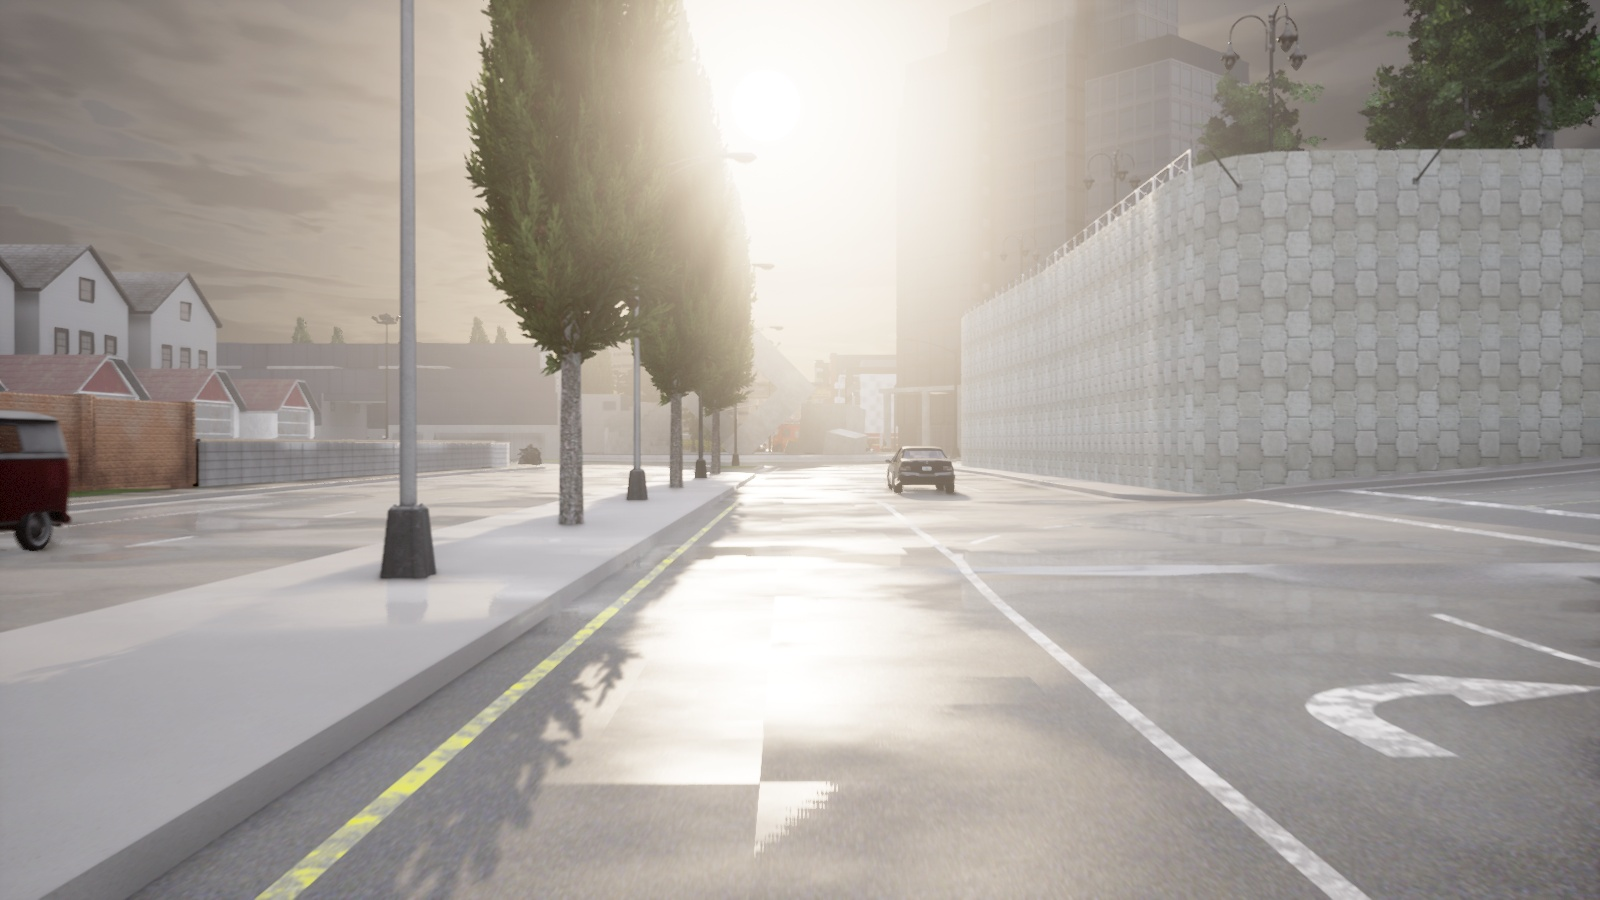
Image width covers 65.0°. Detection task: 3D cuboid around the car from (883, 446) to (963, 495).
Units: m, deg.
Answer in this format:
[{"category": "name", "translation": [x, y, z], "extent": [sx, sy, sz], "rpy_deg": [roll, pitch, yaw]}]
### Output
[{"category": "car", "translation": [3.716, 0.578, 38.925], "extent": [2.033, 1.411, 5.357], "rpy_deg": [0, 0, 1]}]

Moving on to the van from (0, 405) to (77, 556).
[{"category": "van", "translation": [-11.394, 0.400, 16.013], "extent": [1.775, 1.987, 4.442], "rpy_deg": [0, 0, 0]}]

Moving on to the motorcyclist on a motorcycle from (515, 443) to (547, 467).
[{"category": "motorcyclist on a motorcycle", "translation": [-17.408, 0.309, 81.274], "extent": [2.191, 1.530, 0.866], "rpy_deg": [0, 0, 38]}]
